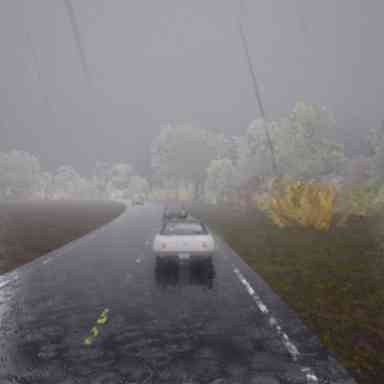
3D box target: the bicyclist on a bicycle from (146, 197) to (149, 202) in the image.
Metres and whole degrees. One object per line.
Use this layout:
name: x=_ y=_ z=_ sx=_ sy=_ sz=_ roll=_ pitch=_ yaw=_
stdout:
bicyclist on a bicycle: x=-10.620 y=1.653 z=78.468 sx=0.866 sy=1.612 sz=1.509 roll=0 pitch=0 yaw=-16

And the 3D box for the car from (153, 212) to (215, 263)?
car: x=-0.320 y=1.639 z=12.163 sx=1.895 sy=1.301 sz=4.718 roll=0 pitch=0 yaw=-2

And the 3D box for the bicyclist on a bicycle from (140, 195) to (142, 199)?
bicyclist on a bicycle: x=-13.282 y=1.685 z=87.145 sx=0.582 sy=1.620 sz=1.656 roll=0 pitch=0 yaw=-18

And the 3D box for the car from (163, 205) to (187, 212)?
car: x=-1.461 y=1.686 z=27.195 sx=1.895 sy=1.301 sz=4.718 roll=0 pitch=0 yaw=-5

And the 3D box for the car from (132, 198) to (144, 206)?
car: x=-9.383 y=1.732 z=57.539 sx=1.994 sy=1.385 sz=4.181 roll=0 pitch=0 yaw=-11
